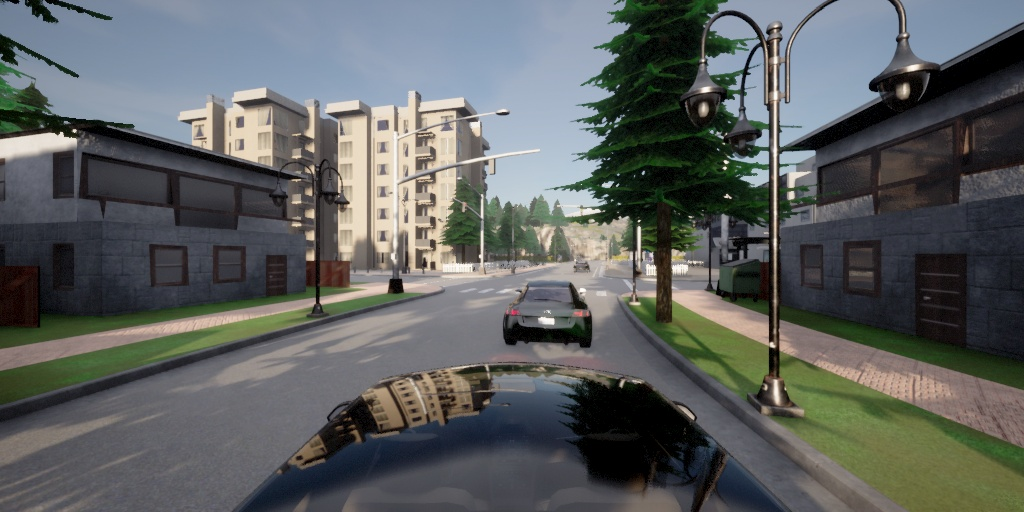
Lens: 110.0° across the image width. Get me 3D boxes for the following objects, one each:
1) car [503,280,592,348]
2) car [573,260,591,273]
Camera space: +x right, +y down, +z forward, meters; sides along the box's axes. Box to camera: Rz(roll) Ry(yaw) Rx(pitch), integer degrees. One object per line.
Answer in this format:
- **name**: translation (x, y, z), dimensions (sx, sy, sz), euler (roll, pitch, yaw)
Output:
- **car**: translation (0.999, 1.314, 9.370), dimensions (1.994, 1.385, 4.181), euler (0, 0, 8)
- **car**: translation (8.753, 1.276, 44.911), dimensions (2.128, 1.511, 4.902), euler (0, 0, 14)
